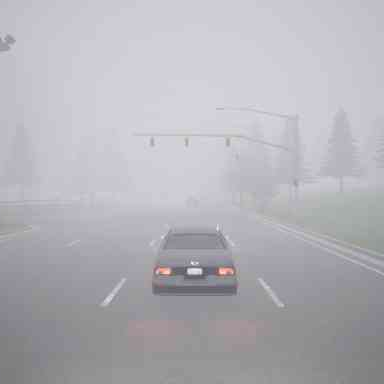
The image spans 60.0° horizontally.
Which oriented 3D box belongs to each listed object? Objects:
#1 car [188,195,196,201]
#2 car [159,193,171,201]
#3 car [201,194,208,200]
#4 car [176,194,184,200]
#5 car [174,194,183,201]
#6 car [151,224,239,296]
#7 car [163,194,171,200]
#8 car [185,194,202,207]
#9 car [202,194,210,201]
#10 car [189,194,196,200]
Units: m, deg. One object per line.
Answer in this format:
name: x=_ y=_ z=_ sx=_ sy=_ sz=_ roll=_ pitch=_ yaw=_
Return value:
car: x=0.042 y=1.531 z=83.482 sx=2.033 sy=1.411 sz=5.357 roll=0 pitch=0 yaw=0
car: x=-6.958 y=1.217 z=83.516 sx=2.150 sy=2.045 sz=5.566 roll=0 pitch=0 yaw=0
car: x=3.547 y=1.310 z=93.901 sx=1.882 sy=1.535 sz=5.008 roll=0 pitch=0 yaw=0
car: x=-3.453 y=1.358 z=93.904 sx=2.128 sy=1.511 sz=4.902 roll=0 pitch=0 yaw=0
car: x=-3.458 y=1.517 z=83.901 sx=1.812 sy=1.442 sz=4.674 roll=0 pitch=0 yaw=0
car: x=0.071 y=1.547 z=8.800 sx=2.033 sy=1.411 sz=5.357 roll=0 pitch=0 yaw=0
car: x=-6.953 y=1.385 z=93.906 sx=1.994 sy=1.385 sz=4.181 roll=0 pitch=0 yaw=0
car: x=0.024 y=1.352 z=52.839 sx=2.097 sy=1.767 sz=4.553 roll=0 pitch=0 yaw=0
car: x=3.542 y=1.492 z=83.481 sx=1.837 sy=1.490 sz=4.892 roll=0 pitch=0 yaw=0
car: x=0.047 y=1.310 z=93.902 sx=1.882 sy=1.535 sz=5.008 roll=0 pitch=0 yaw=0
